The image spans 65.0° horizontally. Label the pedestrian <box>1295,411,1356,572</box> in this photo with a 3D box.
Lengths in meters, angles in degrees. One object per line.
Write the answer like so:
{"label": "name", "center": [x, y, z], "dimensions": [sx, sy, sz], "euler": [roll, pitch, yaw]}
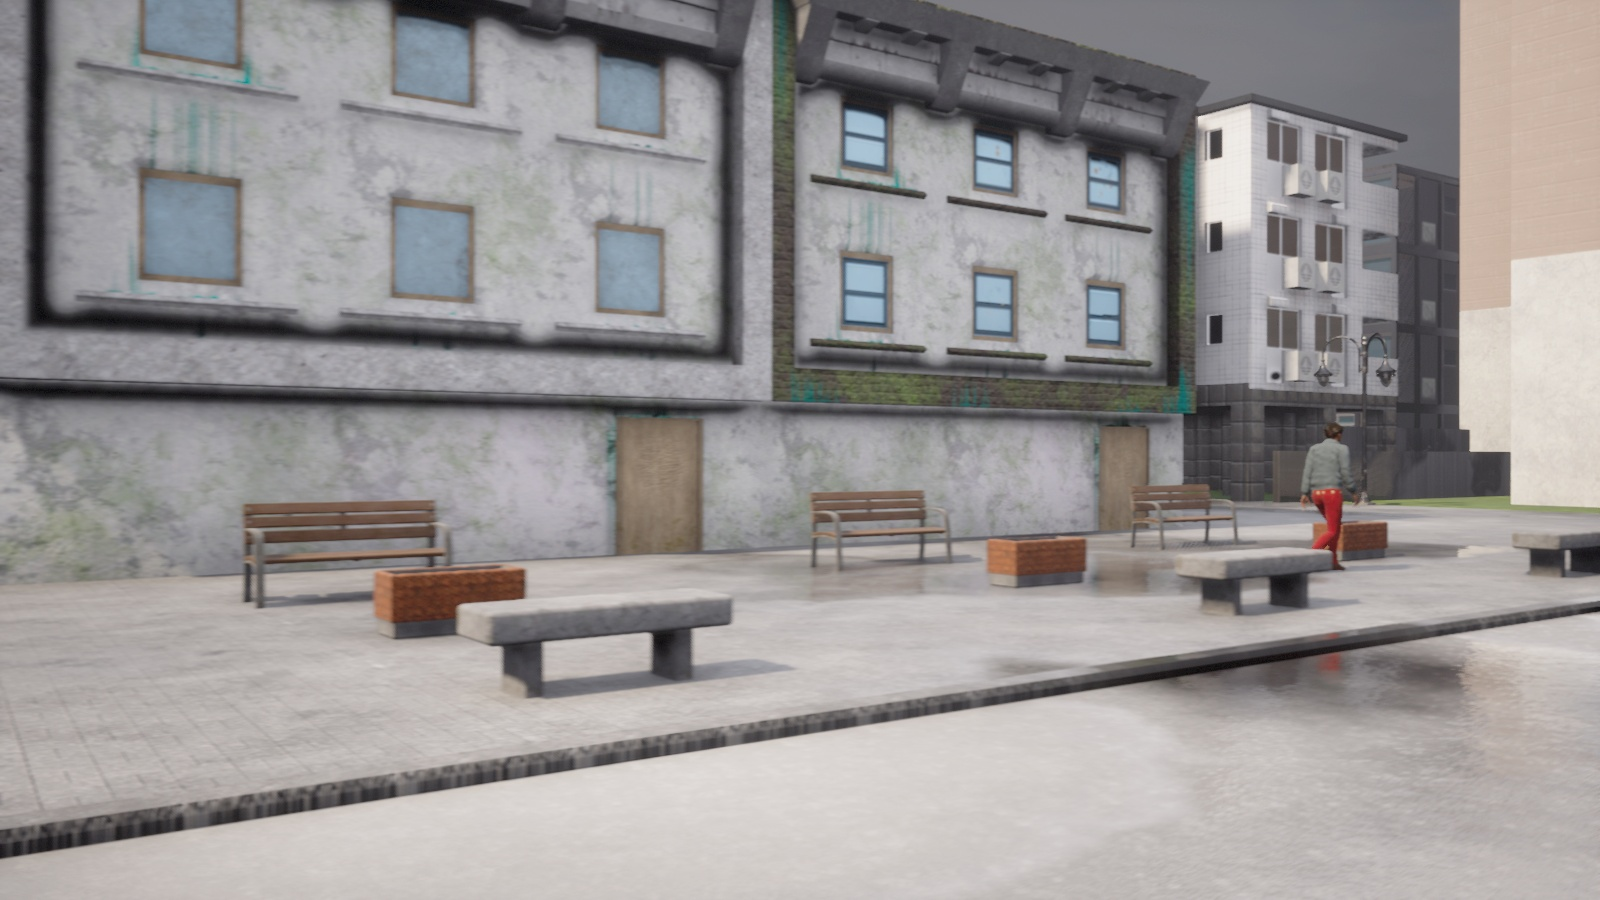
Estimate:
{"label": "pedestrian", "center": [6.149, 0.478, 14.704], "dimensions": [0.614, 1.847, 0.353], "euler": [0, 0, -29]}
